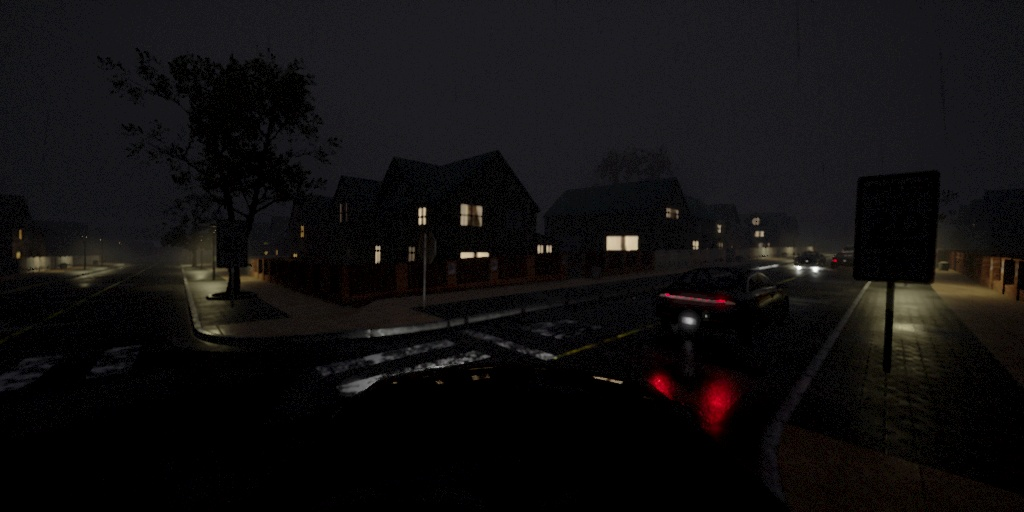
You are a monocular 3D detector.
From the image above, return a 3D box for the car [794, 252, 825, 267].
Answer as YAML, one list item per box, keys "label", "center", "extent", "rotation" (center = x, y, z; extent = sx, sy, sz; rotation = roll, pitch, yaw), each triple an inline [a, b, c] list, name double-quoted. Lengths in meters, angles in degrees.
- label: "car"
  center: [29.043, 0.258, 34.891]
  extent: [4.181, 1.385, 1.994]
  rotation: [-2, 3, -43]

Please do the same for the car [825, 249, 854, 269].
- label: "car"
  center: [29.046, 0.396, 31.031]
  extent: [5.357, 1.411, 2.033]
  rotation: [-2, 3, -43]

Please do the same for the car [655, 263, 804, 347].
- label: "car"
  center: [5.284, 1.027, 8.777]
  extent: [4.902, 1.511, 2.128]
  rotation: [-2, 3, -43]

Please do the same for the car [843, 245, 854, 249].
- label: "car"
  center: [36.716, -0.157, 38.268]
  extent: [5.566, 2.045, 2.150]
  rotation: [-2, 3, -43]
